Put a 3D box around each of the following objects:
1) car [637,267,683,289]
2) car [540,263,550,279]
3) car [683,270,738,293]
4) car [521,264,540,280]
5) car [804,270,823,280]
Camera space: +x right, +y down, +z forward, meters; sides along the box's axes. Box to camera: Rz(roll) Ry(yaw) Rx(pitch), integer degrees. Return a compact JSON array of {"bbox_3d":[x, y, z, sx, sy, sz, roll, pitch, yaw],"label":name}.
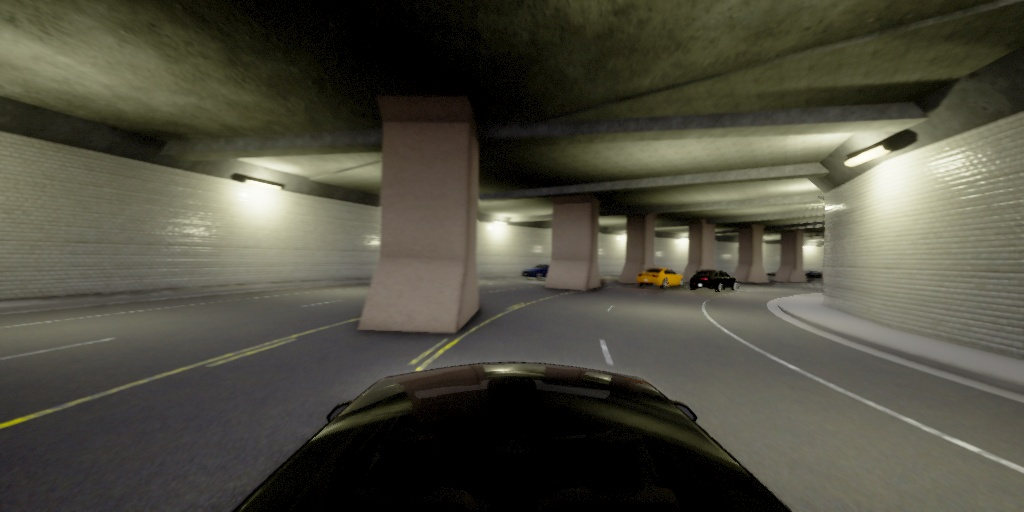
[{"bbox_3d":[11.481,1.639,27.545,5.008,1.535,1.882,2,-1,-43],"label":"car"},{"bbox_3d":[4.955,1.504,31.153,4.892,1.490,1.837,2,-1,-44],"label":"car"},{"bbox_3d":[14.321,1.735,25.413,4.892,1.490,1.837,2,-1,-41],"label":"car"},{"bbox_3d":[3.055,1.437,34.166,5.008,1.535,1.882,2,-1,-43],"label":"car"},{"bbox_3d":[41.338,2.637,49.883,5.357,1.411,2.033,2,0,-14],"label":"car"}]
